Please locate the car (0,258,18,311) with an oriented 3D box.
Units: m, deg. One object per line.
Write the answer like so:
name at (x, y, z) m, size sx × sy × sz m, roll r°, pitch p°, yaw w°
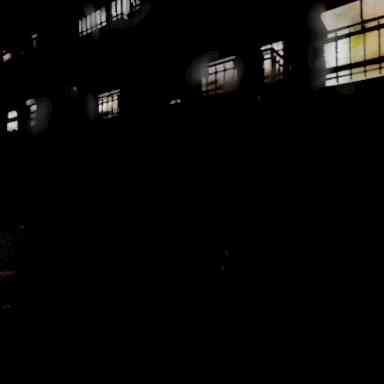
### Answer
car at (-5.126, 1.507, 6.410) m, size 4.507 × 1.381 × 1.887 m, roll 0°, pitch -1°, yaw 36°
